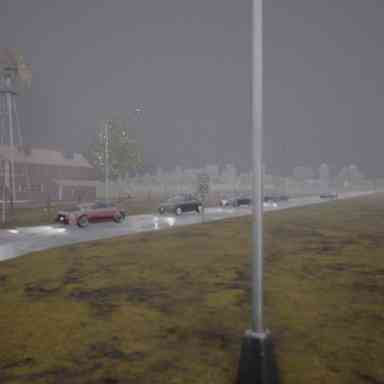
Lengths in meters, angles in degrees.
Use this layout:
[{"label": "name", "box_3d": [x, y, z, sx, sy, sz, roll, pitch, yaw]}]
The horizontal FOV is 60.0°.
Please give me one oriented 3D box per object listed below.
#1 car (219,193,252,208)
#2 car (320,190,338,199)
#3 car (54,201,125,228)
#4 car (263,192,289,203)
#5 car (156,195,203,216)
[{"label": "car", "box_3d": [4.638, 0.824, 34.896, 2.128, 1.511, 4.902, 1, 2, 36]}, {"label": "car", "box_3d": [22.574, 0.392, 54.692, 1.994, 1.385, 4.181, 1, 2, 36]}, {"label": "car", "box_3d": [-6.077, 1.264, 20.130, 1.994, 1.385, 4.181, 1, 2, 36]}, {"label": "car", "box_3d": [11.082, 0.707, 43.759, 1.895, 1.301, 4.718, 1, 2, 36]}, {"label": "car", "box_3d": [-0.873, 1.029, 27.290, 1.837, 1.490, 4.892, 1, 2, 36]}]
